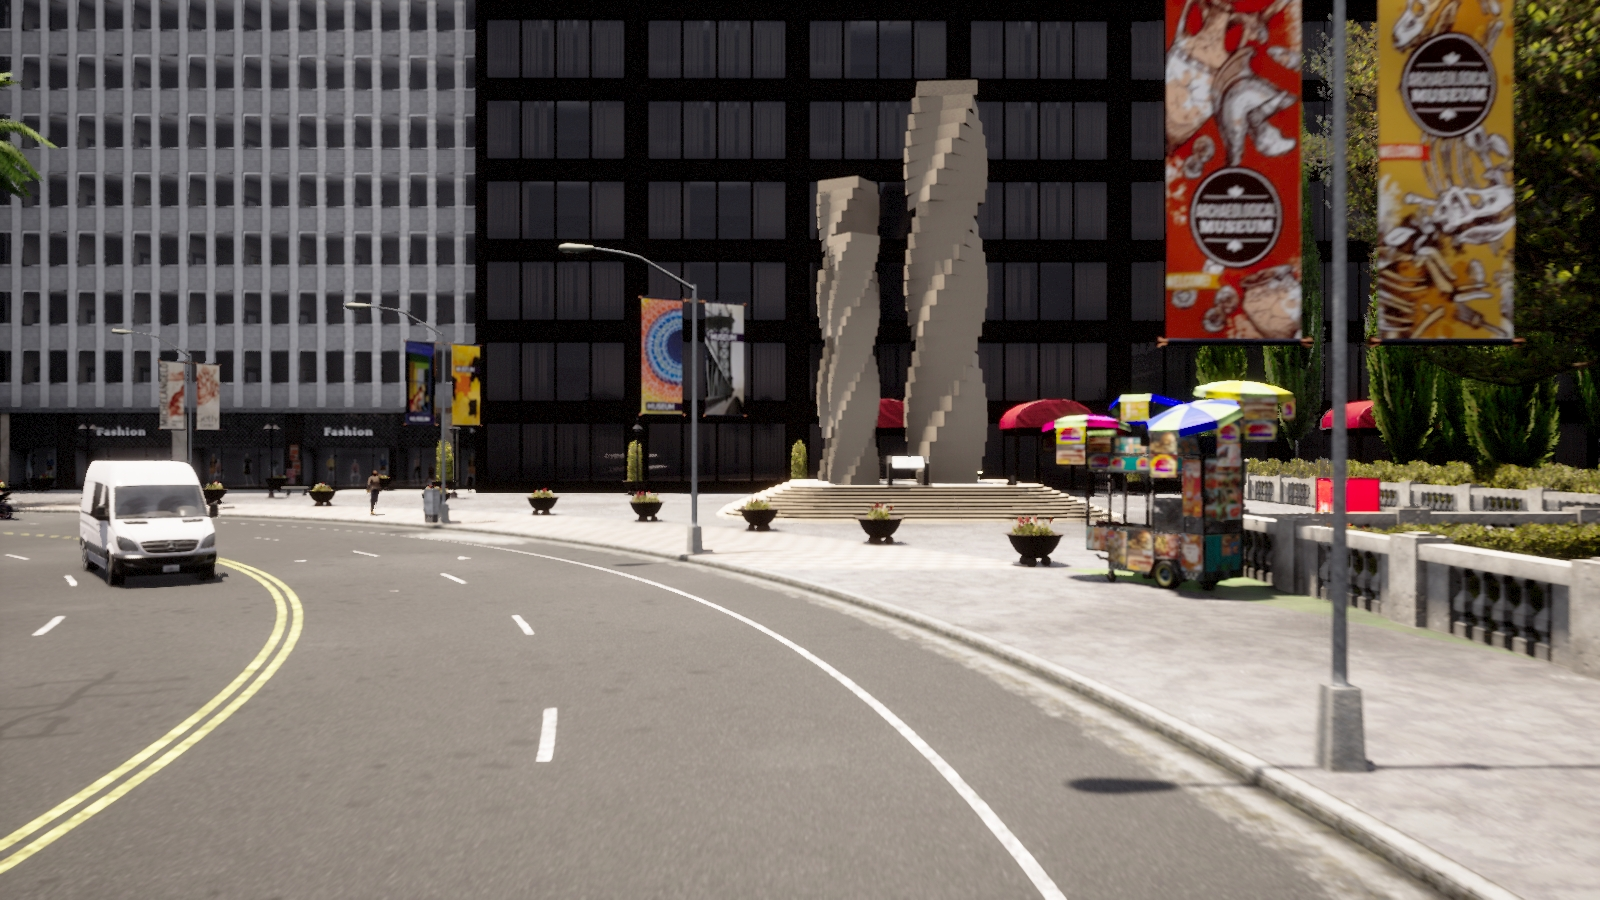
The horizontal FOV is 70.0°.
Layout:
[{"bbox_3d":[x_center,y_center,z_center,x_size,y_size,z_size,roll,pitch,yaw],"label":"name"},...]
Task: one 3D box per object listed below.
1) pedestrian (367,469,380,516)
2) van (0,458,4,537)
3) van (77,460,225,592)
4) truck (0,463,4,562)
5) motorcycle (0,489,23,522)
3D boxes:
[{"bbox_3d":[-17.143,1.696,45.906,0.375,1.860,0.375,0,0,39],"label":"pedestrian"},{"bbox_3d":[-28.878,1.534,37.199,5.915,2.561,1.988,0,0,23],"label":"van"},{"bbox_3d":[-14.626,1.534,25.547,1.988,2.561,5.915,0,0,-38],"label":"van"},{"bbox_3d":[-22.885,1.568,29.326,5.204,2.467,2.627,0,0,38],"label":"truck"},{"bbox_3d":[-32.481,2.205,45.901,2.209,1.251,0.867,0,1,17],"label":"motorcycle"}]
